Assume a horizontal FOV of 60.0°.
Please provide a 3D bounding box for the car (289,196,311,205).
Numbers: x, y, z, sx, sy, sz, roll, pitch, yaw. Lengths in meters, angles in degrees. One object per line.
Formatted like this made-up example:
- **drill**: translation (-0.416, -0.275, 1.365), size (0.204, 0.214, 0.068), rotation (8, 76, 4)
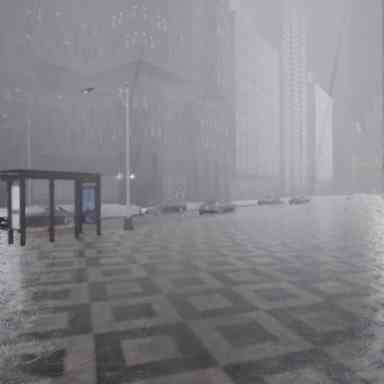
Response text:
- **car**: translation (15.807, 1.204, 48.523), size (1.895, 1.301, 4.718), rotation (-1, 0, 36)

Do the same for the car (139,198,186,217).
- **car**: translation (-2.436, 1.285, 28.388), size (2.128, 1.511, 4.902), rotation (-1, 0, 36)

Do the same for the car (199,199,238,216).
- **car**: translation (2.396, 1.308, 29.654), size (1.994, 1.385, 4.181), rotation (-1, 0, 35)

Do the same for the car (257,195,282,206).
- **car**: translation (11.134, 1.201, 47.301), size (2.033, 1.411, 5.357), rotation (-1, 0, 36)

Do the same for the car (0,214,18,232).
- **car**: translation (-8.897, 1.465, 19.322), size (1.895, 1.301, 4.718), rotation (-1, 0, 35)
